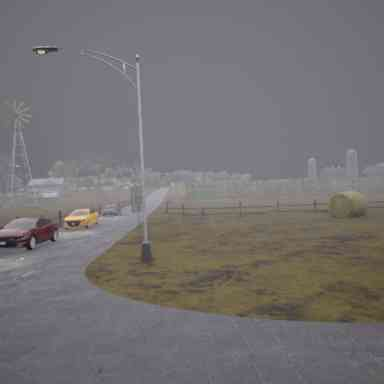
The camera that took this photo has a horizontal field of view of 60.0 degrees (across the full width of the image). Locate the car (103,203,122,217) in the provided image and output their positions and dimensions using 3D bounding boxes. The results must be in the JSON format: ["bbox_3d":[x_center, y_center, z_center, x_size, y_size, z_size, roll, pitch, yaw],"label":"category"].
[{"bbox_3d":[-9.957,2.227,41.467,1.837,1.490,4.892,-3,2,-3],"label":"car"}]

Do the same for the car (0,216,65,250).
[{"bbox_3d":[-8.706,2.099,17.627,1.882,1.535,5.008,-3,-1,-3],"label":"car"}]

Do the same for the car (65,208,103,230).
[{"bbox_3d":[-9.255,2.200,28.045,1.882,1.535,5.008,-3,0,-3],"label":"car"}]
